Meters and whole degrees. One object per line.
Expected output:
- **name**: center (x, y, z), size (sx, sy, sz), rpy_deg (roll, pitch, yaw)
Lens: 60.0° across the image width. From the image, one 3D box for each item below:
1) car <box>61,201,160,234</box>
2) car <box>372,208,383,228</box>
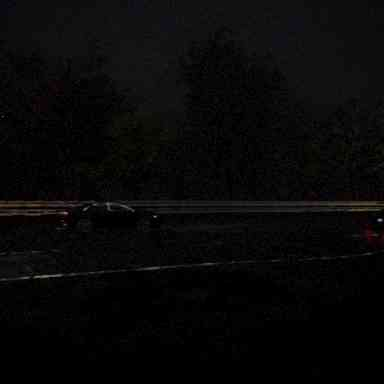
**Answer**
- **car**: center (-4.087, 1.239, 17.018), size (4.902, 1.511, 2.128), rpy_deg (1, 0, -22)
- **car**: center (13.033, 1.487, 20.149), size (4.674, 1.442, 1.812), rpy_deg (1, 0, -22)
